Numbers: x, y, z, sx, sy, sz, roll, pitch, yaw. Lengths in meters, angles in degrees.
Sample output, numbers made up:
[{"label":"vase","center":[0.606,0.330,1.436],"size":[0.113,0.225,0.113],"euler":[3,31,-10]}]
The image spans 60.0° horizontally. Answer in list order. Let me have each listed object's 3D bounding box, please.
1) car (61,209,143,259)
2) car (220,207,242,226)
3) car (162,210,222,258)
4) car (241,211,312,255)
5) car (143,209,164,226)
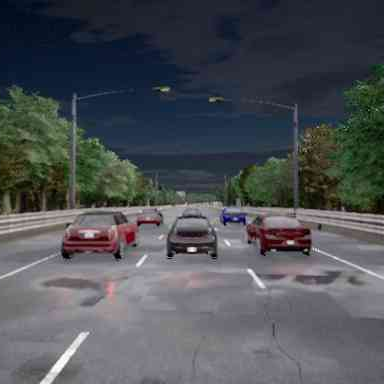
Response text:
[{"label":"car","center":[-3.484,1.539,13.447],"size":[2.097,1.767,4.553],"euler":[0,-1,0]},{"label":"car","center":[3.519,2.095,29.313],"size":[1.882,1.535,5.008],"euler":[0,-2,1]},{"label":"car","center":[0.016,1.696,13.523],"size":[1.837,1.490,4.892],"euler":[0,-1,0]},{"label":"car","center":[3.524,1.682,14.265],"size":[1.882,1.535,5.008],"euler":[0,-1,1]},{"label":"car","center":[-3.488,2.156,28.514],"size":[1.994,1.385,4.181],"euler":[0,-2,0]}]
